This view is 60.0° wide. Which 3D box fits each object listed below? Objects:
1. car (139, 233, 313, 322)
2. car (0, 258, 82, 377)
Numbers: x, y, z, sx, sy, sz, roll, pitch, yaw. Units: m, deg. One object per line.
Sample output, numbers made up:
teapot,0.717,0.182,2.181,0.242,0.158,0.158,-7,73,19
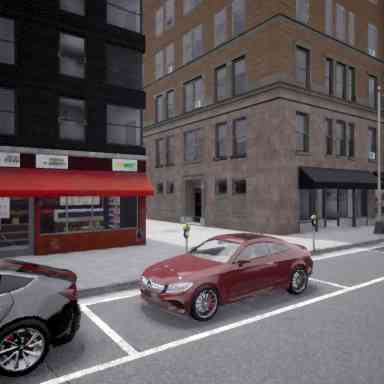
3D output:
car,0.915,1.582,7.183,4.206,1.307,1.802,0,0,-35
car,-3.566,1.566,3.991,4.313,1.339,1.947,0,0,-35
